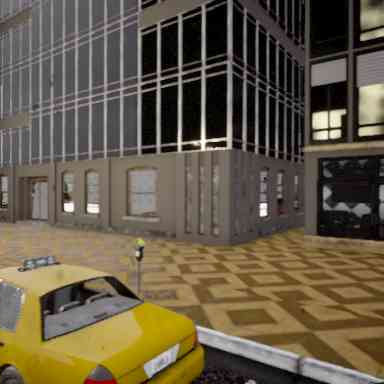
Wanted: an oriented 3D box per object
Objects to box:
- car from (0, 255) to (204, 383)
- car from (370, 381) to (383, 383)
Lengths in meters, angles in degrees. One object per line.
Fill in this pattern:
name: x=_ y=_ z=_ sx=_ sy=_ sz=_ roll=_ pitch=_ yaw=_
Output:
car: x=-2.160 y=1.524 z=4.410 sx=4.829 sy=1.417 sz=1.752 roll=0 pitch=0 yaw=35
car: x=2.615 y=1.551 z=1.007 sx=4.403 sy=1.369 sz=2.008 roll=0 pitch=0 yaw=35
